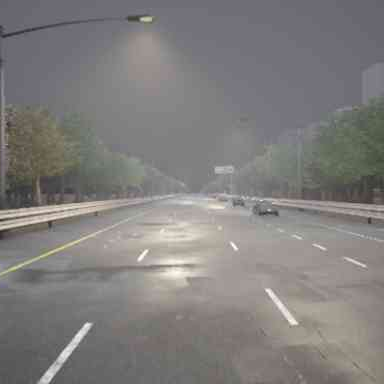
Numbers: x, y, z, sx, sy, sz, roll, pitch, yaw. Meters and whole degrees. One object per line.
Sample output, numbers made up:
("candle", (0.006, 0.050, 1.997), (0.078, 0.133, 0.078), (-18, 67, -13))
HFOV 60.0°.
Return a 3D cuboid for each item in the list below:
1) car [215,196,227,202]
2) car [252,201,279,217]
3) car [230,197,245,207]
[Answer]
("car", (7.311, 1.663, 80.101), (1.994, 1.385, 4.181), (0, 0, 0))
("car", (7.041, 1.598, 32.268), (1.994, 1.385, 4.181), (0, 0, 0))
("car", (7.123, 1.570, 52.236), (1.837, 1.490, 4.892), (0, 0, 0))
